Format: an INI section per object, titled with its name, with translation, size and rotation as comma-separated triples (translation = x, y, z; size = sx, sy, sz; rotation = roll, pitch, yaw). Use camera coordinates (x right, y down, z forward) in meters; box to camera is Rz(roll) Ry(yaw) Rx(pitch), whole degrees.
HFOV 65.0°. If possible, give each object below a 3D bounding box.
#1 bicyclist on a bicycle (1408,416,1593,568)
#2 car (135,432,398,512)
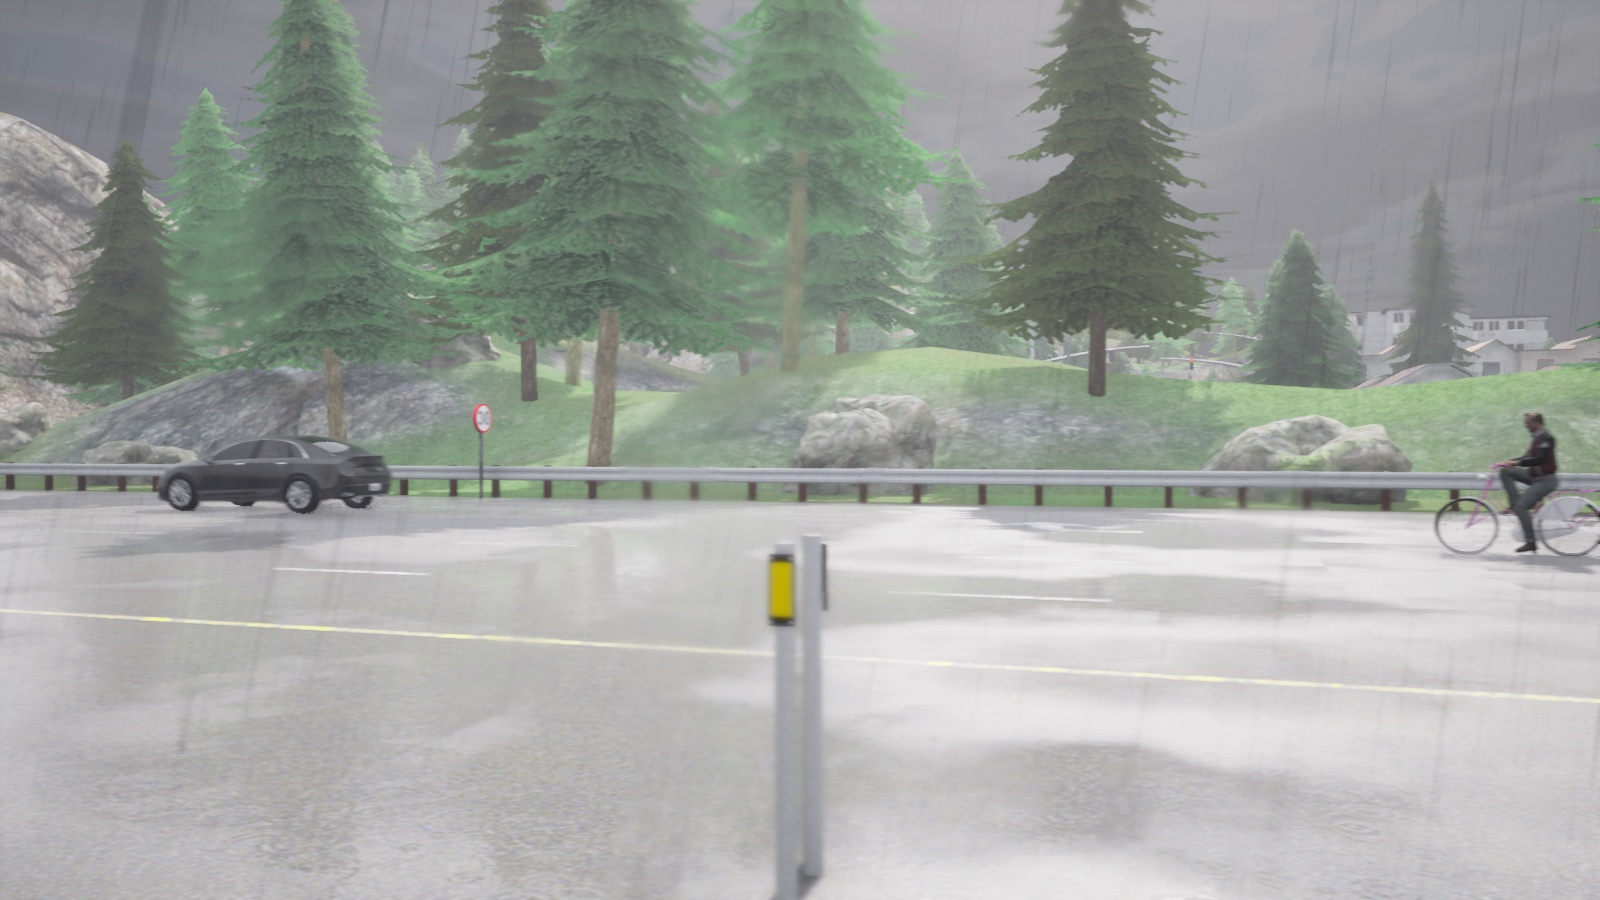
[bicyclist on a bicycle]
translation = 8.466, 0.485, 15.242
size = 1.843, 1.776, 0.659
rotation = 0, 0, 16
[car]
translation = -10.725, 0.386, 25.266
size = 4.892, 1.490, 1.837
rotation = 1, 1, 19
